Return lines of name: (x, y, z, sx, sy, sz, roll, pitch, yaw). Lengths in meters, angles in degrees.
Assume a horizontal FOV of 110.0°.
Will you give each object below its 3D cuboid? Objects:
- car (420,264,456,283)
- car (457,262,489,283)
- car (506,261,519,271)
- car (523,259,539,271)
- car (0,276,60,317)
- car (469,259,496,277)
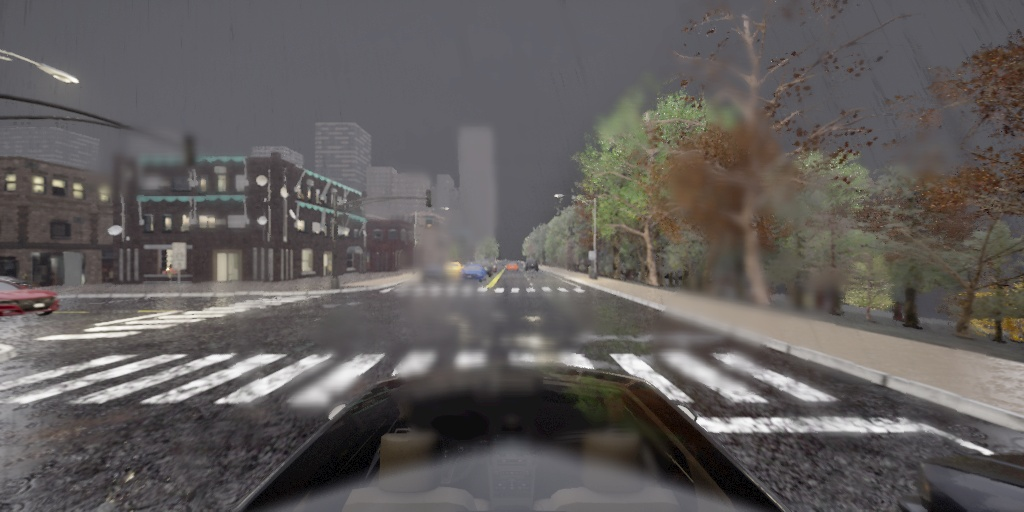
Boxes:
car: (-6.605, 1.592, 31.529, 2.033, 1.411, 5.357, 0, -1, 0)
car: (-3.354, 1.525, 31.793, 1.882, 1.535, 5.008, 0, -1, 0)
car: (0.082, 1.705, 63.062, 2.097, 1.767, 4.553, 0, -1, 0)
car: (3.341, 1.555, 61.062, 2.150, 2.045, 5.566, 0, -1, 0)
car: (-19.842, 1.566, 13.162, 5.008, 1.535, 1.882, -1, 0, 0)
car: (-3.359, 1.363, 41.484, 2.150, 2.045, 5.566, 0, 0, 0)
